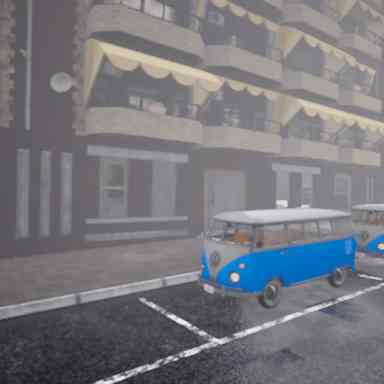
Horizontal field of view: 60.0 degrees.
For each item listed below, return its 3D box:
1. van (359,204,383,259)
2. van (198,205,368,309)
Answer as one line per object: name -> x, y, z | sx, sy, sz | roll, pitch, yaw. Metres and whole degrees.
van -> 6.543, 1.264, 10.736 | 3.998, 1.788, 1.690 | 0, 2, -35
van -> 2.040, 1.300, 7.523 | 3.998, 1.788, 1.690 | -1, 2, -35
